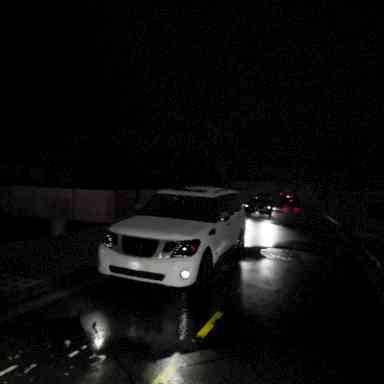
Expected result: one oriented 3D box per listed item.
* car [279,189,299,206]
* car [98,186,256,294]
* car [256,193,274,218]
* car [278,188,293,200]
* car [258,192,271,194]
[{"bbox_3d":[11.136,0.671,37.984,2.128,1.511,4.902,4,2,12],"label":"car"},{"bbox_3d":[-0.041,0.914,8.640,2.150,2.045,5.566,4,3,21],"label":"car"},{"bbox_3d":[4.865,0.999,23.931,1.895,1.301,4.718,4,2,15],"label":"car"},{"bbox_3d":[14.422,0.269,51.513,2.033,1.411,5.357,4,3,15],"label":"car"},{"bbox_3d":[8.010,0.650,37.191,1.895,1.301,4.718,4,2,13],"label":"car"}]
